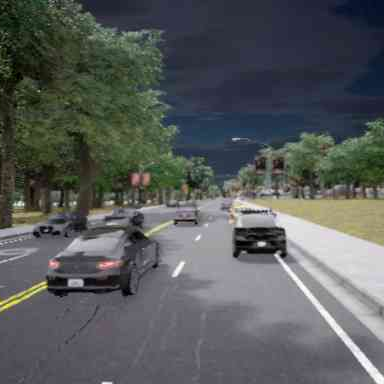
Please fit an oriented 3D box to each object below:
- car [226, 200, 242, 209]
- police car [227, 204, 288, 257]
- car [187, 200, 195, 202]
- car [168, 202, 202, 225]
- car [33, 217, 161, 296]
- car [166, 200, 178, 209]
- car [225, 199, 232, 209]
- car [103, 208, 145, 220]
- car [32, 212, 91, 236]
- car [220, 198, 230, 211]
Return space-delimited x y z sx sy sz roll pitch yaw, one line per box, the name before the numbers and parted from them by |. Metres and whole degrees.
car | 3.519 1.609 23.384 1.801 1.575 5.366 -1 -1 6
police car | 2.511 1.502 13.355 1.930 1.638 5.238 -1 -1 6
car | -0.187 2.212 61.471 2.033 1.411 5.357 -1 -1 6
car | -0.288 1.814 26.713 2.033 1.411 5.357 -1 -1 6
car | -2.079 1.655 8.889 1.812 1.442 4.674 -1 -1 6
car | -3.520 2.204 60.965 1.882 1.535 5.008 -1 -1 6
car | 4.119 1.657 29.355 1.801 1.575 5.366 -1 -1 6
car | -4.303 1.787 21.267 2.128 1.511 4.902 -1 -1 6
car | -7.696 1.918 19.991 1.994 1.385 4.181 -1 -1 6
car | 5.044 1.941 48.303 2.033 1.411 5.357 -1 -1 6
